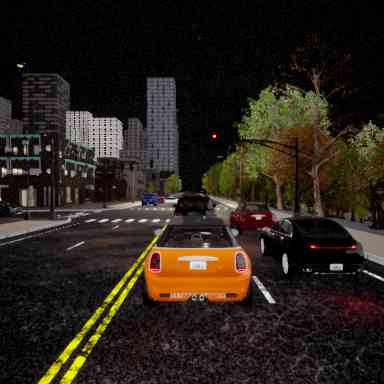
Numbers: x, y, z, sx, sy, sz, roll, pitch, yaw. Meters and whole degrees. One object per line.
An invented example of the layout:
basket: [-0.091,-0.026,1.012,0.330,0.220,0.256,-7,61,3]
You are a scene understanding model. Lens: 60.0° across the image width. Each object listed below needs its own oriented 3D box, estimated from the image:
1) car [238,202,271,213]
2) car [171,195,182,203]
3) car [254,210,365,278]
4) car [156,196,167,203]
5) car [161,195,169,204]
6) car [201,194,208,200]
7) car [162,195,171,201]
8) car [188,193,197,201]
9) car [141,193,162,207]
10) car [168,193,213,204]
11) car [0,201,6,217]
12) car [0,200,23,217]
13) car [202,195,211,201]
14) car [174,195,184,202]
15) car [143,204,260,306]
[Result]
car: [3.385,1.348,19.032,2.097,1.767,4.553,0,0,0]
car: [-3.124,1.469,69.340,2.128,1.511,4.902,0,0,0]
car: [3.369,1.502,10.162,1.837,1.490,4.892,0,0,0]
car: [-6.374,1.577,69.141,1.895,1.301,4.718,0,0,0]
car: [-3.251,1.511,50.963,1.812,1.442,4.674,0,0,0]
car: [3.415,1.321,91.125,1.812,1.442,4.674,0,0,0]
car: [-6.351,1.465,81.853,1.837,1.490,4.892,0,0,0]
car: [0.146,1.188,80.742,2.150,2.045,5.566,0,0,0]
car: [-6.495,1.206,51.736,2.150,2.045,5.566,0,0,0]
car: [0.134,1.218,17.705,2.150,2.045,5.566,0,0,0]
car: [-19.899,1.811,30.314,4.313,1.339,1.947,-1,1,0]
car: [-19.384,1.564,33.032,4.553,1.767,2.097,-1,1,0]
car: [3.396,1.502,80.707,2.033,1.411,5.357,0,0,0]
car: [-3.102,1.493,80.977,2.128,1.511,4.902,0,0,0]
car: [0.115,1.350,8.164,2.097,1.767,4.553,0,0,0]
